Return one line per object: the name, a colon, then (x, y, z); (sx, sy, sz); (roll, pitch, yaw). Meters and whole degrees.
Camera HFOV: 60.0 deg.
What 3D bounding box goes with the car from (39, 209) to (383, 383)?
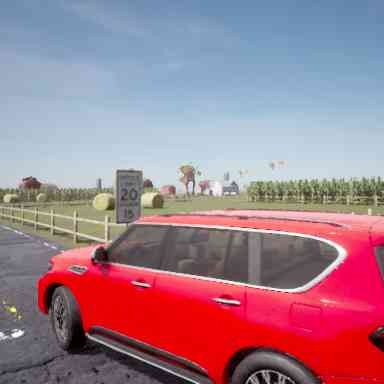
car: (0.150, 1.255, 4.530); (5.566, 2.045, 2.150); (0, 0, 38)
